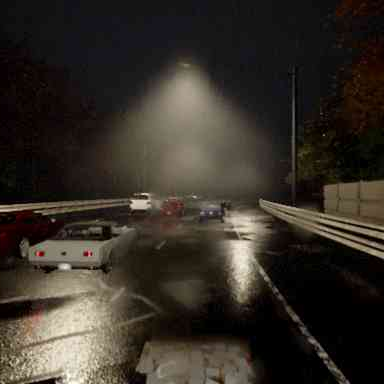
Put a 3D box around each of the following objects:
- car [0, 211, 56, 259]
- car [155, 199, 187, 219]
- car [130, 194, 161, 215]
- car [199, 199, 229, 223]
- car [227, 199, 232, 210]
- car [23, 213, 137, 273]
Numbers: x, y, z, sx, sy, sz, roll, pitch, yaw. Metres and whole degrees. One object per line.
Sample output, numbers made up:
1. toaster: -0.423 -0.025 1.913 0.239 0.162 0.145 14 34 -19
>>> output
1. car: -6.477 1.451 12.602 1.882 1.535 5.008 0 0 3
2. car: -1.554 1.493 28.828 1.812 1.442 4.674 0 0 7
3. car: -4.485 1.168 33.495 2.150 2.045 5.566 0 0 8
4. car: 1.611 1.532 25.789 2.033 1.411 5.357 0 0 6
5. car: 4.102 1.580 42.861 1.895 1.301 4.718 0 0 10
6. car: -3.084 1.585 10.570 1.895 1.301 4.718 0 0 3
